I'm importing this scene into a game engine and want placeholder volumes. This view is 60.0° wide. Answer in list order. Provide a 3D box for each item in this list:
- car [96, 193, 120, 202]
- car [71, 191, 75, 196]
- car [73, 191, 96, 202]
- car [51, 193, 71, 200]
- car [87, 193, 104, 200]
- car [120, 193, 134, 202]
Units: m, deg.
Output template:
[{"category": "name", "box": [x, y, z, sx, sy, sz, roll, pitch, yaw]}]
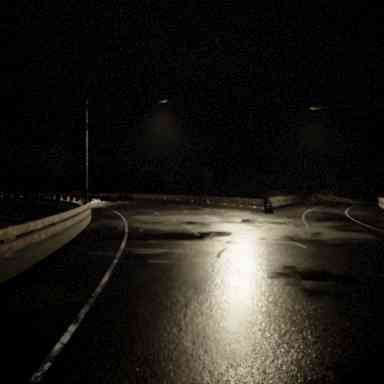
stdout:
[{"category": "car", "box": [-15.280, 1.112, 60.109, 1.994, 1.385, 4.181, 0, 0, -34]}, {"category": "car", "box": [-24.943, 0.696, 72.523, 2.150, 2.045, 5.566, -1, 1, -42]}, {"category": "car", "box": [-19.561, 1.084, 60.156, 1.812, 1.442, 4.674, 0, 0, -35]}, {"category": "car", "box": [-28.405, 0.968, 71.129, 5.008, 1.535, 1.882, 0, 1, 45]}, {"category": "car", "box": [-21.528, 1.004, 73.937, 1.994, 1.385, 4.181, -1, 1, -42]}, {"category": "car", "box": [-12.688, 0.877, 62.486, 2.097, 1.767, 4.553, 0, 1, -33]}]
